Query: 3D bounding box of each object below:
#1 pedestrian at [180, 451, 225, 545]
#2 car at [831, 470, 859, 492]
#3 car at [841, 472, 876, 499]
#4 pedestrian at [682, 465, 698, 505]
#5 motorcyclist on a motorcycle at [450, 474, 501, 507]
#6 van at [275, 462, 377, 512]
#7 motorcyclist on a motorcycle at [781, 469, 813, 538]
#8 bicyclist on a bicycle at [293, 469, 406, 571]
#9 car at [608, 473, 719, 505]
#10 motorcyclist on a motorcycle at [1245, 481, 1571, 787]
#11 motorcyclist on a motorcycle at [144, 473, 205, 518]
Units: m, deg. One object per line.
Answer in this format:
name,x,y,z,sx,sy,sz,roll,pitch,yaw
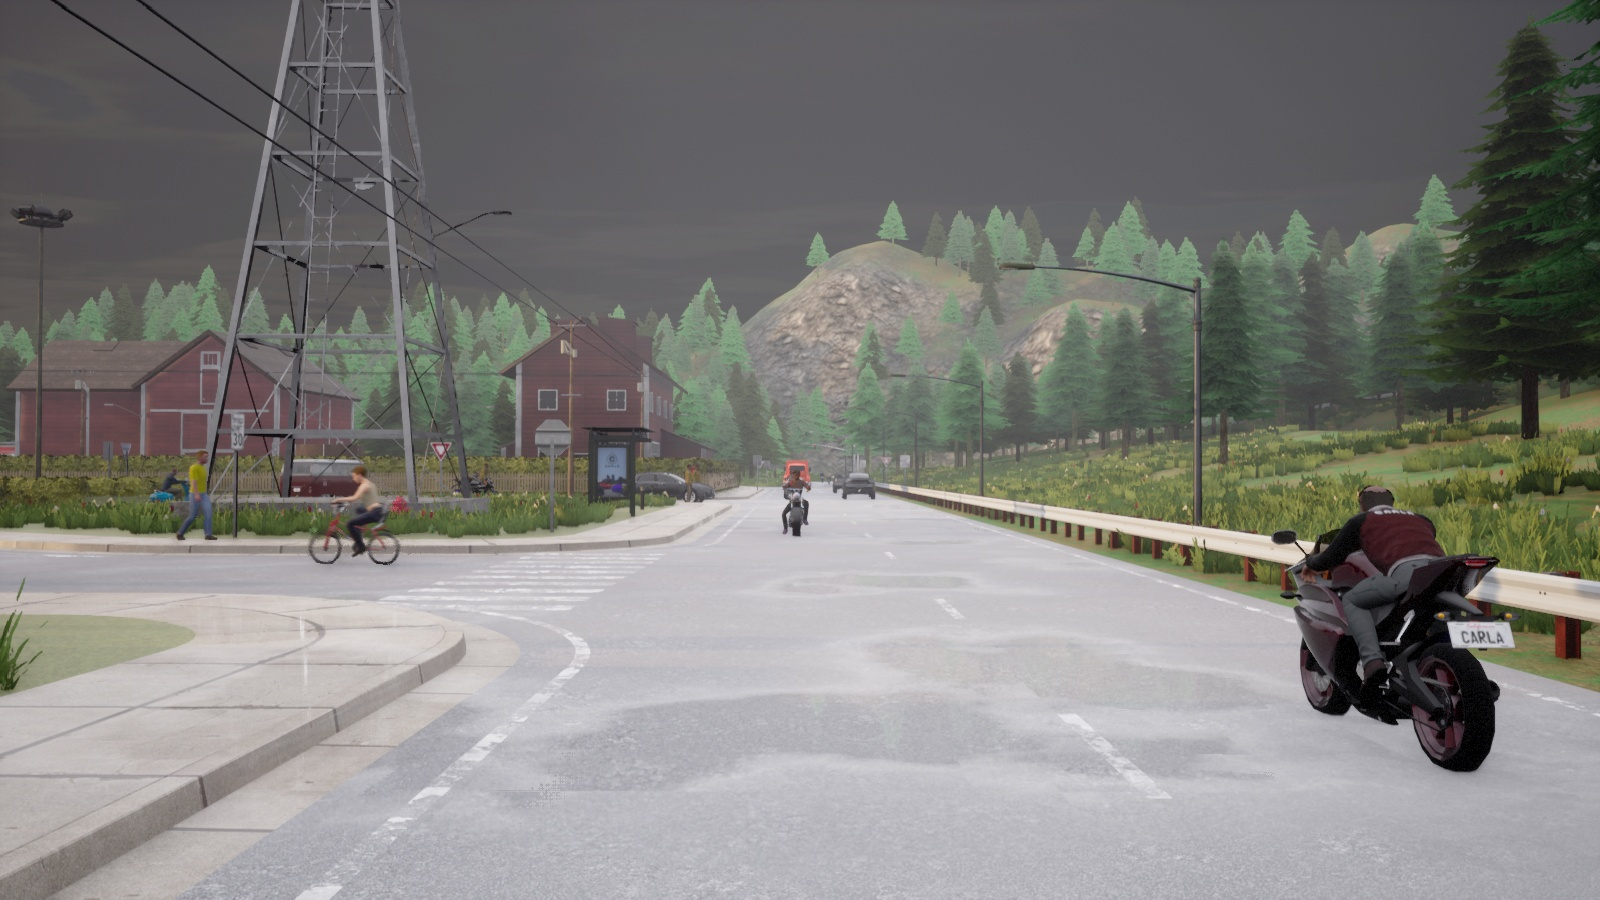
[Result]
pedestrian,-11.766,0.935,24.735,0.706,1.836,0.354,0,-1,6
car,3.286,2.260,92.289,1.851,1.617,3.988,0,-1,0
car,3.361,2.032,72.498,1.837,1.490,4.892,0,-1,1
pedestrian,-5.054,1.595,57.683,0.709,1.840,0.431,0,-1,-11
motorcyclist on a motorcycle,-15.429,1.921,59.747,2.191,1.530,0.866,0,-1,0
van,-19.477,1.517,51.789,1.775,1.987,4.442,-1,-1,13
motorcyclist on a motorcycle,-0.072,1.289,30.982,0.766,1.649,2.350,0,-1,0
bicyclist on a bicycle,-7.298,1.125,20.396,1.509,1.612,0.866,0,-1,2
car,-6.437,1.850,59.464,4.892,1.490,1.837,0,-1,7
motorcyclist on a motorcycle,3.483,0.963,7.490,0.866,1.530,2.191,0,-1,0
motorcyclist on a motorcycle,-22.594,1.626,45.392,1.817,1.590,0.866,0,-1,-40
